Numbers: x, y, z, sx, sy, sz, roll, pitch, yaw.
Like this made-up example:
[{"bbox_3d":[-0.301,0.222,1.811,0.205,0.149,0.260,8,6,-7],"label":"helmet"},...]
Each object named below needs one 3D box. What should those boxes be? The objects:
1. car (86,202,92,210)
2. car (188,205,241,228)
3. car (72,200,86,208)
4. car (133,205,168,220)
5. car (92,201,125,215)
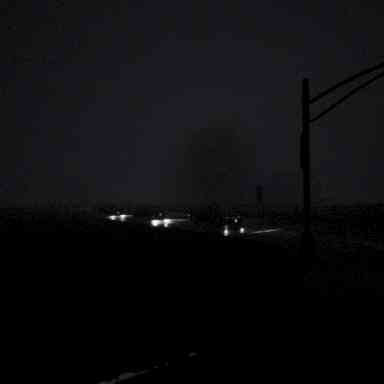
[{"bbox_3d":[-15.412,2.190,55.206,1.837,1.490,4.892,-1,0,-36],"label":"car"},{"bbox_3d":[1.623,1.771,25.090,2.128,1.511,4.902,-1,0,-36],"label":"car"},{"bbox_3d":[-21.451,2.322,63.644,2.128,1.511,4.902,-1,0,-36],"label":"car"},{"bbox_3d":[-4.204,1.981,33.209,1.994,1.385,4.181,-1,0,-37],"label":"car"},{"bbox_3d":[-10.347,2.110,41.811,2.033,1.411,5.357,-1,0,-35],"label":"car"}]
